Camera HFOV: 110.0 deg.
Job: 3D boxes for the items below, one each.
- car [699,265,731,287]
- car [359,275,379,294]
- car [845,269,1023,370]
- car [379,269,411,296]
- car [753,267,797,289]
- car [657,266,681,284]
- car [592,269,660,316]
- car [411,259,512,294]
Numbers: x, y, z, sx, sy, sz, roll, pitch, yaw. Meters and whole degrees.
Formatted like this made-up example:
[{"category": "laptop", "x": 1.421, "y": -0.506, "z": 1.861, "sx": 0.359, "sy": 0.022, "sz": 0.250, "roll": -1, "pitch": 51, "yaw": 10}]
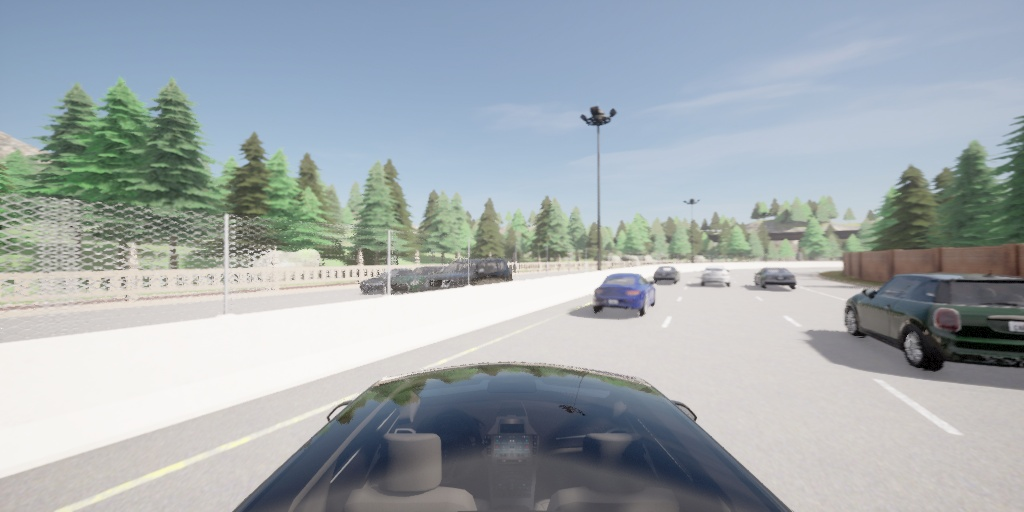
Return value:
[{"category": "car", "x": 15.299, "y": 1.489, "z": 27.055, "sx": 1.812, "sy": 1.442, "sz": 4.674, "roll": -1, "pitch": -1, "yaw": 28}, {"category": "car", "x": -7.219, "y": 1.534, "z": 22.364, "sx": 1.812, "sy": 1.442, "sz": 4.674, "roll": -1, "pitch": -1, "yaw": 28}, {"category": "car", "x": 8.842, "y": 1.126, "z": 7.371, "sx": 2.097, "sy": 1.767, "sz": 4.553, "roll": -1, "pitch": -1, "yaw": 28}, {"category": "car", "x": -4.626, "y": 1.321, "z": 19.757, "sx": 2.097, "sy": 1.767, "sz": 4.553, "roll": -1, "pitch": -1, "yaw": 28}, {"category": "car", "x": 18.001, "y": 1.473, "z": 24.682, "sx": 2.033, "sy": 1.411, "sz": 5.357, "roll": -1, "pitch": -1, "yaw": 28}, {"category": "car", "x": 13.181, "y": 1.558, "z": 30.517, "sx": 2.033, "sy": 1.411, "sz": 5.357, "roll": -1, "pitch": -1, "yaw": 28}, {"category": "car", "x": 4.481, "y": 1.393, "z": 14.092, "sx": 1.812, "sy": 1.442, "sz": 4.674, "roll": -1, "pitch": -1, "yaw": 28}, {"category": "car", "x": -1.976, "y": 1.151, "z": 17.289, "sx": 2.150, "sy": 2.045, "sz": 5.566, "roll": -1, "pitch": -1, "yaw": 28}]
